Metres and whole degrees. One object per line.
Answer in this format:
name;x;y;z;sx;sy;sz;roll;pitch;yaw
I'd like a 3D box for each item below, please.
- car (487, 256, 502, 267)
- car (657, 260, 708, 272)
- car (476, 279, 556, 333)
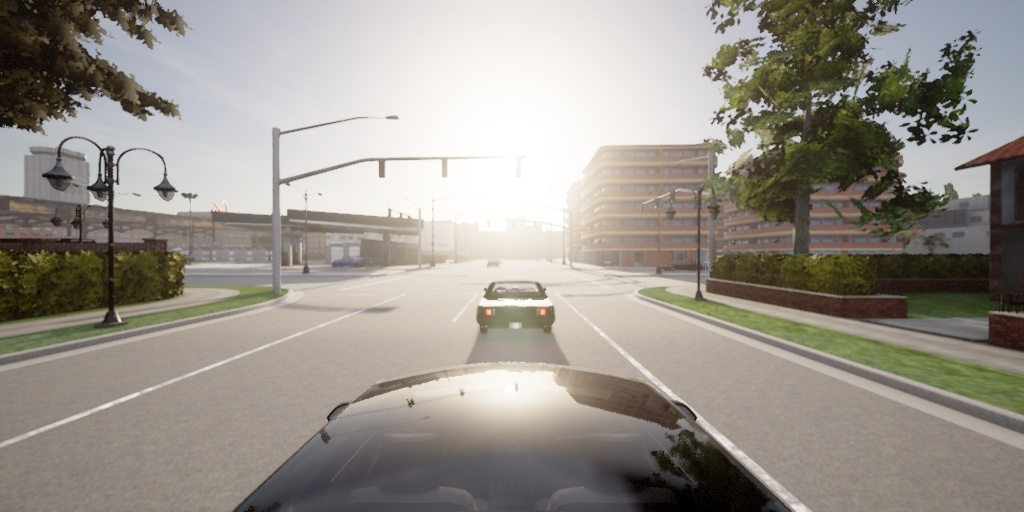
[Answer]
car;-3.149;1.094;59.459;1.895;1.301;4.718;0;0;0
car;19.551;1.122;41.306;5.357;1.411;2.033;0;0;0
car;0.092;1.312;10.504;1.895;1.301;4.718;0;0;0
